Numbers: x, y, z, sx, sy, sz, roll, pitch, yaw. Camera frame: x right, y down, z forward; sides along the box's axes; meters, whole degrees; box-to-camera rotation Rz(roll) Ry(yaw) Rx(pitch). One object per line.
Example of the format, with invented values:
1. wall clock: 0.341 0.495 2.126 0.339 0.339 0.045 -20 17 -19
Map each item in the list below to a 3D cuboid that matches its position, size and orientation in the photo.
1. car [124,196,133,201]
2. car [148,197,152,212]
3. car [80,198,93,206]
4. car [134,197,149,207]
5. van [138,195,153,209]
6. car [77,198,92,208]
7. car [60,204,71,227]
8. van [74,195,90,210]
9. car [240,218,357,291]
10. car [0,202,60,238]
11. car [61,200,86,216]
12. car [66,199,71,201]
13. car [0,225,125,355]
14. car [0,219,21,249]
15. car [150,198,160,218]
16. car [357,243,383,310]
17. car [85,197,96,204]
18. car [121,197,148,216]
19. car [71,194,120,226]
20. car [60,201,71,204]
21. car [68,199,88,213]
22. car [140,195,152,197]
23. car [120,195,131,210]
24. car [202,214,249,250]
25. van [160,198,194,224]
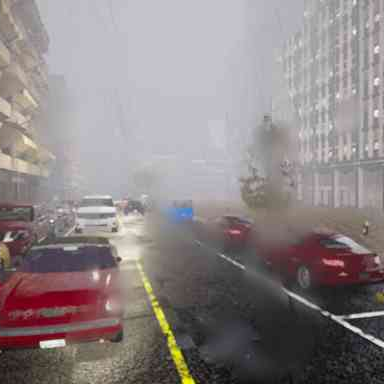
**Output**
1. car: -16.009 1.611 83.834 1.887 1.381 4.507 0 0 -14
2. car: -3.771 1.574 35.623 1.947 1.339 4.313 0 0 -14
3. car: -17.333 1.610 54.988 1.802 1.307 4.206 0 0 -14
4. car: -7.893 1.548 51.858 1.752 1.417 4.829 0 0 -14
5. van: -6.493 1.358 46.337 1.690 1.788 3.998 0 0 -14
6. car: -15.973 1.604 49.631 1.802 1.307 4.206 0 0 -14
7. car: -7.814 1.551 17.492 2.008 1.369 4.403 0 0 -14
8. van: -14.615 1.358 44.275 1.690 1.788 3.998 0 0 -14
9. car: 3.028 1.582 8.840 1.802 1.307 4.206 0 0 -14
10. car: -6.456 1.314 12.134 2.192 1.841 5.009 0 0 -14
11. car: -11.894 1.573 33.561 1.947 1.339 4.313 0 0 -14
12. car: -10.534 1.444 28.204 1.967 1.590 4.097 0 0 -14
13. car: -2.296 1.600 6.327 1.895 1.301 4.718 0 0 -14
14. car: -5.054 1.524 6.614 1.752 1.417 4.829 0 0 -14
15. car: -2.453 1.530 30.430 1.752 1.417 4.829 0 0 -14
16. car: 4.346 1.525 3.647 1.752 1.417 4.829 0 0 -14
17. car: -20.052 1.607 65.701 1.947 1.339 4.313 0 0 -14
18. car: -5.812 1.511 33.122 1.837 1.490 4.892 0 0 -14
19. car: -5.596 1.222 19.702 2.150 2.045 5.566 0 0 -14
20. car: -9.174 1.552 22.849 2.008 1.369 4.403 0 0 -14
21. car: -13.253 1.556 38.918 1.887 1.381 4.507 0 0 -14
22. car: -5.132 1.452 40.980 1.967 1.590 4.097 0 0 -14
23. car: -8.389 1.367 43.222 2.097 1.767 4.553 0 0 -14
24. car: 1.668 1.582 14.196 1.802 1.307 4.206 0 0 -14
25. van: -1.053 1.343 24.910 1.690 1.788 3.998 0 0 -14
